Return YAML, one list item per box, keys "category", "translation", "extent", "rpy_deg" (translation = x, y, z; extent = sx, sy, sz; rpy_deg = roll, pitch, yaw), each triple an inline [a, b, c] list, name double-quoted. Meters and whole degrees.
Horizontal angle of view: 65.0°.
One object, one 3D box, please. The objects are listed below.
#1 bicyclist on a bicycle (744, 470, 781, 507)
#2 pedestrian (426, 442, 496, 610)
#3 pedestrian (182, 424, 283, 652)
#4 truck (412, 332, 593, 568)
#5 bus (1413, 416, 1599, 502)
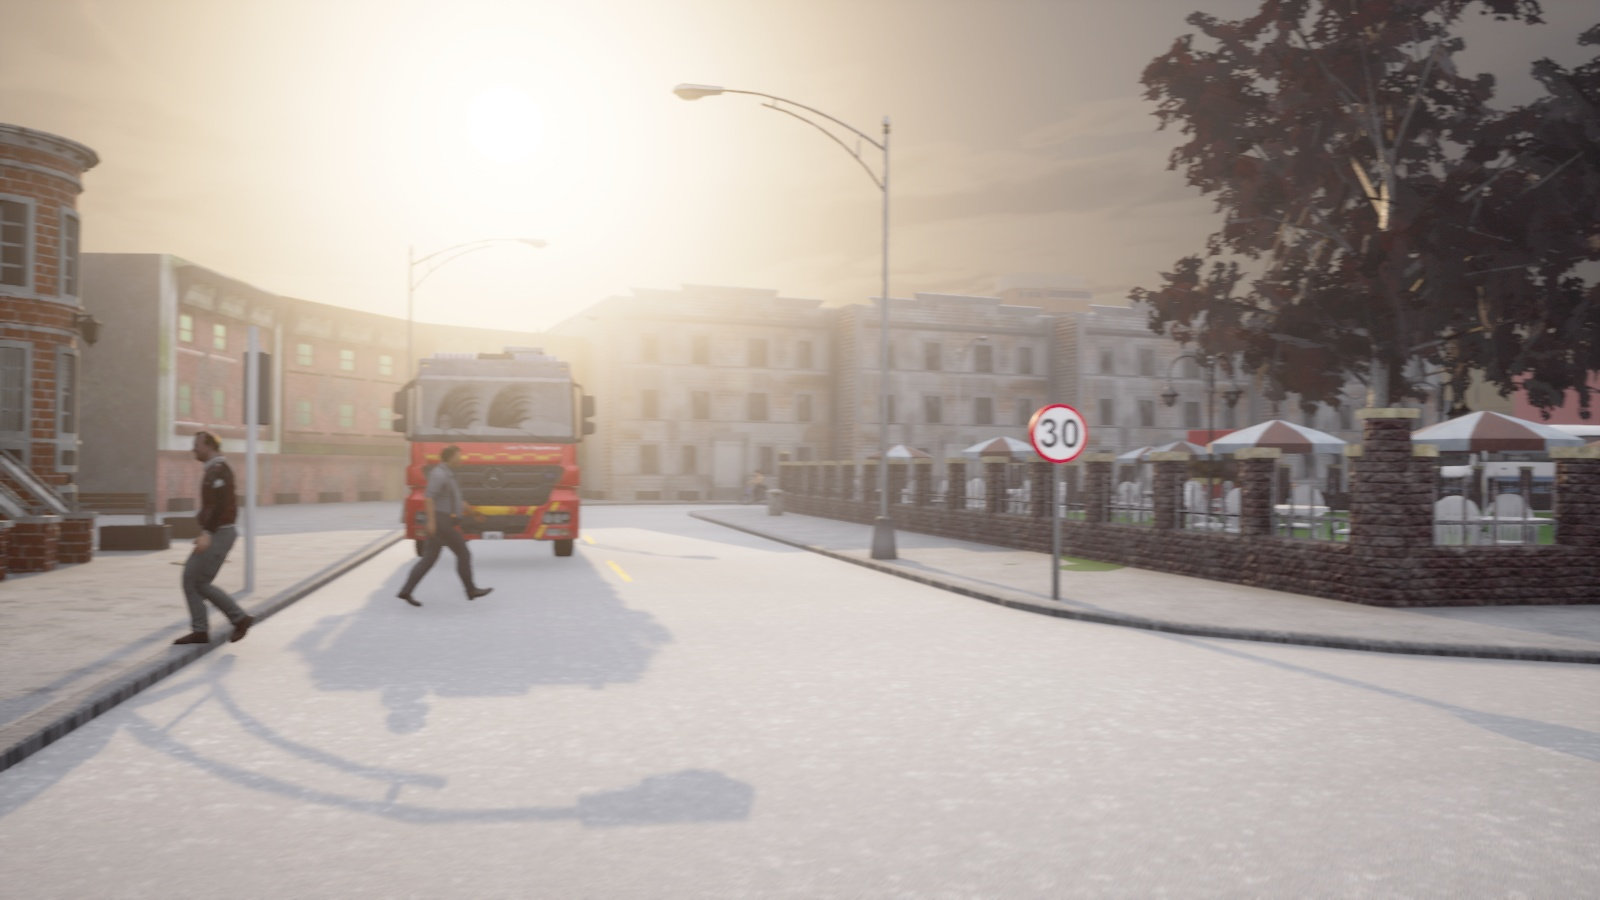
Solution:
- category: "bicyclist on a bicycle"
  translation: [-1.674, 1.703, 56.091]
  extent: [1.509, 1.612, 0.866]
  rpy_deg: [0, 0, -16]
- category: "pedestrian"
  translation: [-3.817, 0.843, 14.168]
  extent: [0.694, 1.848, 0.540]
  rpy_deg: [0, -1, -8]
- category: "pedestrian"
  translation: [-4.768, 0.722, 10.559]
  extent: [0.720, 1.854, 0.376]
  rpy_deg: [1, -1, -33]
- category: "truck"
  translation: [-5.726, 0.077, 24.823]
  extent: [2.891, 3.827, 8.468]
  rpy_deg: [0, -1, -12]
- category: "bus"
  translation: [37.377, 0.484, 64.514]
  extent: [10.273, 4.253, 3.944]
  rpy_deg: [0, -1, -12]
